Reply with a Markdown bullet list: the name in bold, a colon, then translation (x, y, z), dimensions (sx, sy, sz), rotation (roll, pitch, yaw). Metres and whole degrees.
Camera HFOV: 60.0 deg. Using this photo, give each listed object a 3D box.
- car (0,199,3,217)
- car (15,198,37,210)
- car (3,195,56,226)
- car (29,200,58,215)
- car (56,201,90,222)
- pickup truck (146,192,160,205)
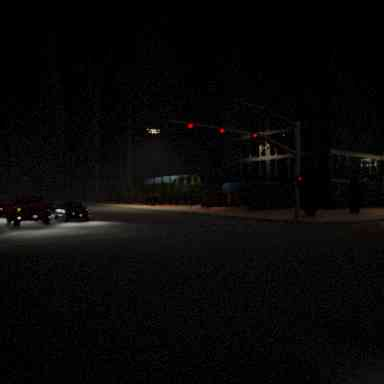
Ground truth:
- **car**: translation (-17.546, 1.612, 31.704), dimensions (1.895, 1.301, 4.718), rotation (0, 0, -36)
- **car**: translation (-21.830, 1.525, 43.558), dimensions (1.837, 1.490, 4.892), rotation (0, 0, -36)
- **car**: translation (-11.752, 1.233, 23.753), dimensions (2.150, 2.045, 5.566), rotation (0, 0, -36)
- **car**: translation (-15.726, 1.584, 35.153), dimensions (1.994, 1.385, 4.181), rotation (0, 0, -36)
- **car**: translation (-9.804, 1.525, 27.022), dimensions (1.837, 1.490, 4.892), rotation (0, 0, -36)
- **pickup truck**: translation (-6.571, 1.132, 56.921), dimensions (2.390, 2.098, 6.274), rotation (0, 0, -6)
